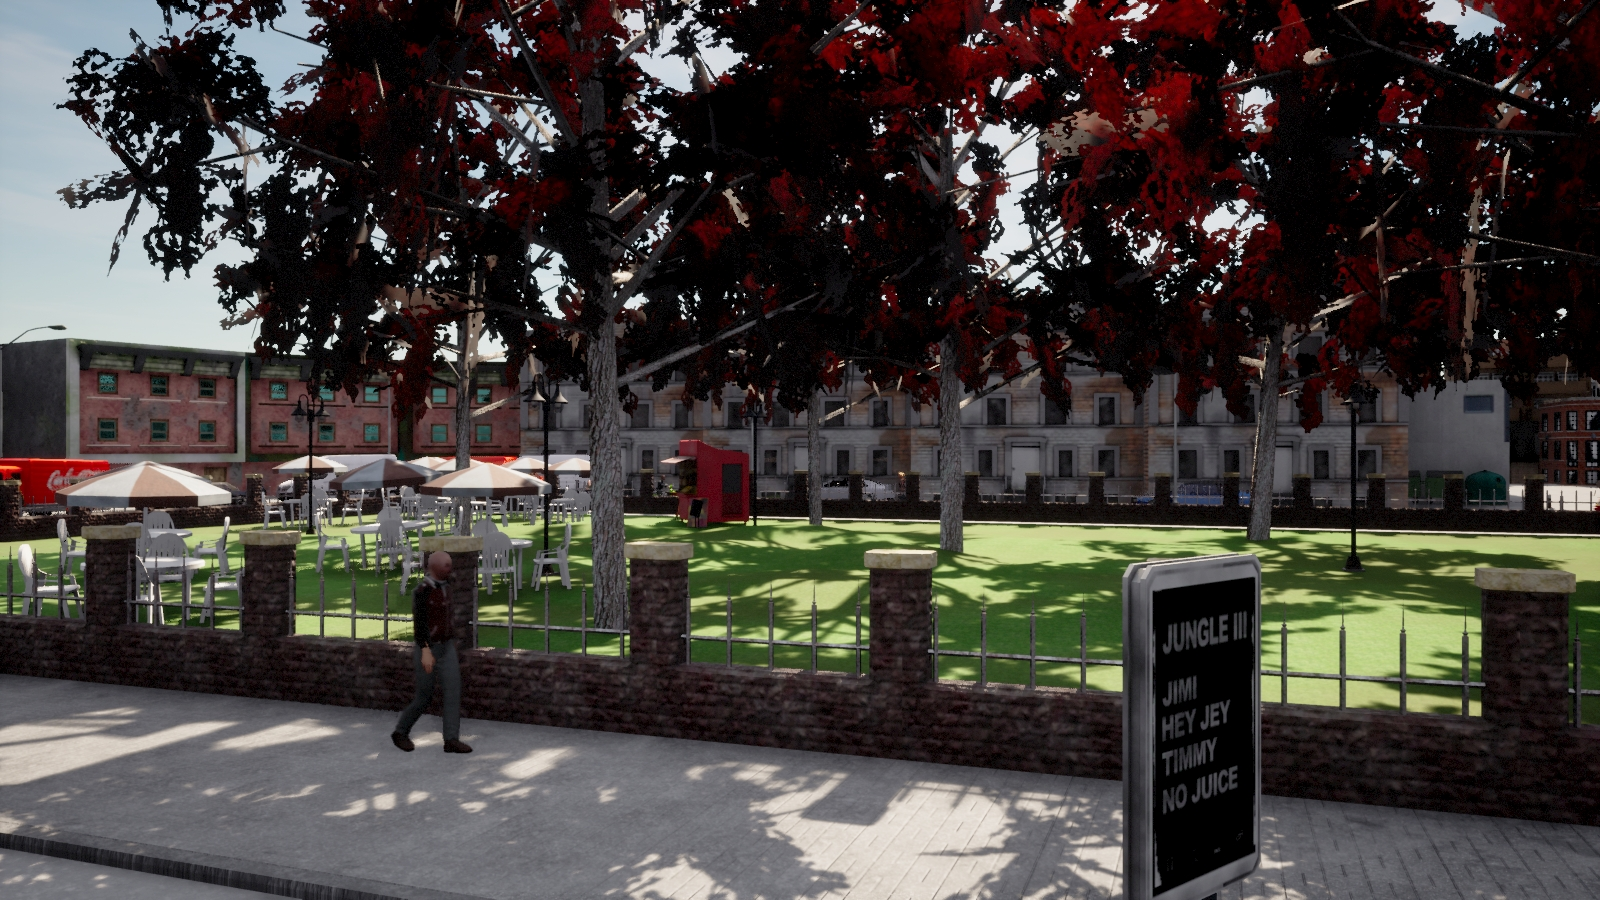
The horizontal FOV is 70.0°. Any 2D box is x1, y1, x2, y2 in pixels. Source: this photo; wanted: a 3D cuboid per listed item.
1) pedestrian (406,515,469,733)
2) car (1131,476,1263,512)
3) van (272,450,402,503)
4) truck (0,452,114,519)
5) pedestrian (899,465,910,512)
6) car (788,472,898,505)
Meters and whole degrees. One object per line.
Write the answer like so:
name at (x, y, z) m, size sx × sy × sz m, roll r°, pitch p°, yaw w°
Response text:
pedestrian at (-3.212, 1.523, 10.132) m, size 0.375 × 1.860 × 0.375 m, roll 0°, pitch 0°, yaw 23°
car at (17.326, 1.886, 49.964) m, size 5.357 × 1.411 × 2.033 m, roll 0°, pitch 0°, yaw 20°
van at (-23.814, 1.313, 58.930) m, size 5.915 × 2.561 × 1.988 m, roll -1°, pitch 1°, yaw -34°
truck at (-30.333, 1.364, 44.981) m, size 2.627 × 2.467 × 5.204 m, roll 0°, pitch -1°, yaw 20°
pedestrian at (4.154, 1.525, 45.422) m, size 0.375 × 1.860 × 0.375 m, roll 0°, pitch 0°, yaw 20°
car at (2.121, 1.841, 55.494) m, size 4.892 × 1.480 × 2.231 m, roll 0°, pitch 0°, yaw 20°
